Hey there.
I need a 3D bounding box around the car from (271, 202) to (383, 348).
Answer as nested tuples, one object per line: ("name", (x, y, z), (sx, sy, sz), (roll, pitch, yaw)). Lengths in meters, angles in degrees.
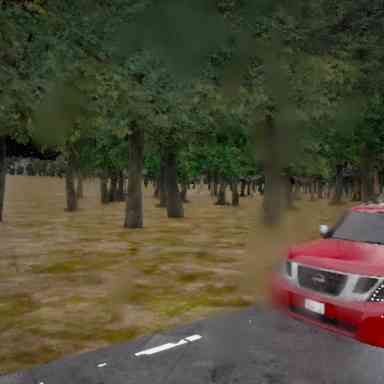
("car", (3.935, 1.222, 6.196), (5.566, 2.045, 2.150), (0, 0, -36))
